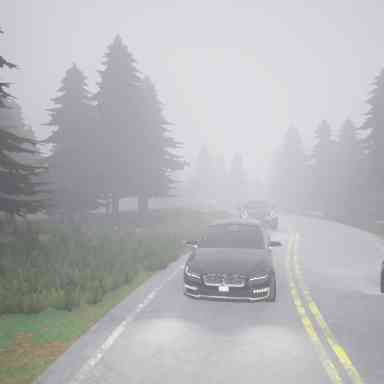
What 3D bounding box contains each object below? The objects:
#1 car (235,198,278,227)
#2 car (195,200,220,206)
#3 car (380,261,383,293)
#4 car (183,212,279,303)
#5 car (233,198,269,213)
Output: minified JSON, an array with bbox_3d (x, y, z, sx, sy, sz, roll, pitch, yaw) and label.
[{"bbox_3d":[3.893,1.270,20.368,2.097,1.767,4.553,-1,0,5],"label":"car"},{"bbox_3d":[1.957,1.798,44.865,1.812,1.442,4.674,3,-5,-35],"label":"car"},{"bbox_3d":[4.497,1.308,4.645,2.097,1.767,4.553,-1,0,8],"label":"car"},{"bbox_3d":[1.098,1.496,8.418,1.837,1.490,4.892,-1,0,13],"label":"car"},{"bbox_3d":[6.233,1.409,35.736,1.837,1.490,4.892,2,-1,-16],"label":"car"}]
